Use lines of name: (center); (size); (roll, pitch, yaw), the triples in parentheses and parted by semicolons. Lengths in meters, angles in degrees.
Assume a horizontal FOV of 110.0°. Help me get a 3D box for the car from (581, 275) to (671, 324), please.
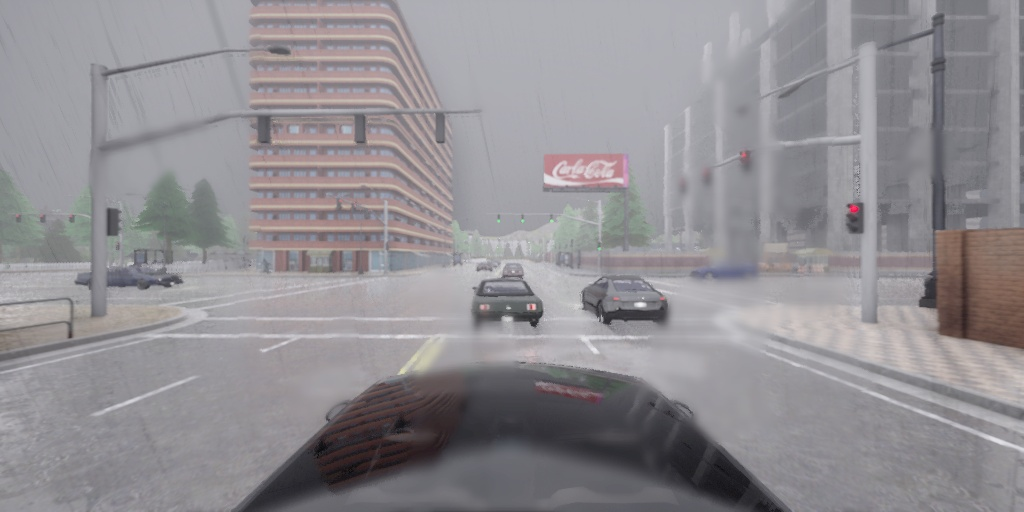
car: (3.595, 1.334, 12.025); (1.994, 1.385, 4.181); (0, 0, 0)

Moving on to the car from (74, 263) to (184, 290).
car: (-23.842, 1.337, 22.405); (5.357, 1.411, 2.033); (0, 0, 1)

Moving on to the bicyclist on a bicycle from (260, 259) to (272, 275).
bicyclist on a bicycle: (-25.295, 1.118, 36.878); (0.582, 1.620, 1.656); (0, 0, 0)

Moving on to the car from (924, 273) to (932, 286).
car: (24.588, 1.274, 18.643); (4.902, 1.511, 2.128); (0, 0, 1)

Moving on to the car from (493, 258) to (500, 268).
car: (-3.531, 1.466, 62.155); (1.895, 1.301, 4.718); (0, 0, 1)

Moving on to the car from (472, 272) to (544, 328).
car: (-0.333, 1.369, 11.539); (1.895, 1.301, 4.718); (0, 0, -6)

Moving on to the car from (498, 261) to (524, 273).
car: (0.102, 1.355, 31.819); (2.033, 1.411, 5.357); (0, 0, 0)

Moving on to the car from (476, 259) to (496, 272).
car: (-3.579, 1.400, 47.419); (1.994, 1.385, 4.181); (0, 0, 0)

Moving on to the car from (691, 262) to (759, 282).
car: (17.354, 1.281, 29.364); (5.008, 1.535, 1.882); (-1, 0, 0)
